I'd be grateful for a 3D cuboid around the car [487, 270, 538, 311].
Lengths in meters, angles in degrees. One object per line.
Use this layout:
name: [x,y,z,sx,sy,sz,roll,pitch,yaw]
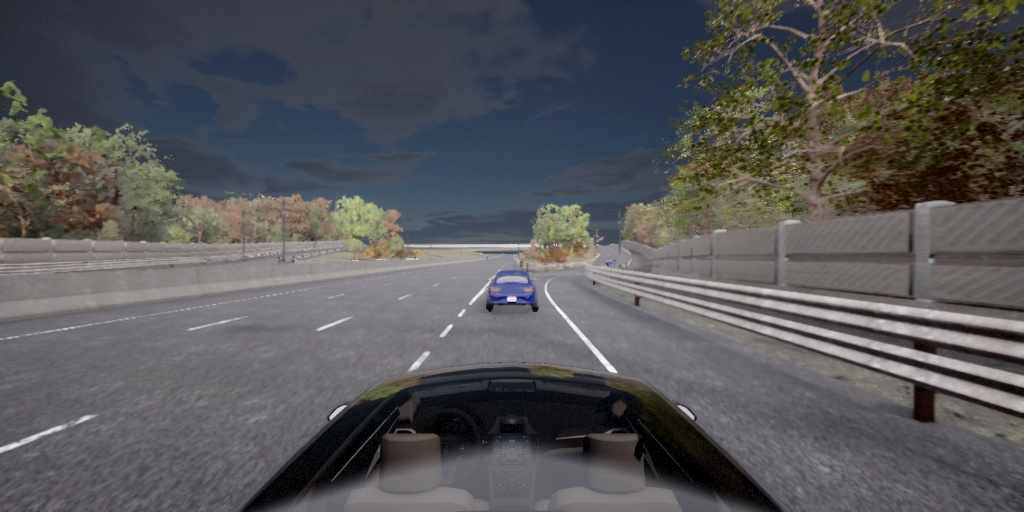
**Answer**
car: [0.041,1.280,14.354,1.812,1.442,4.674,0,0,1]
